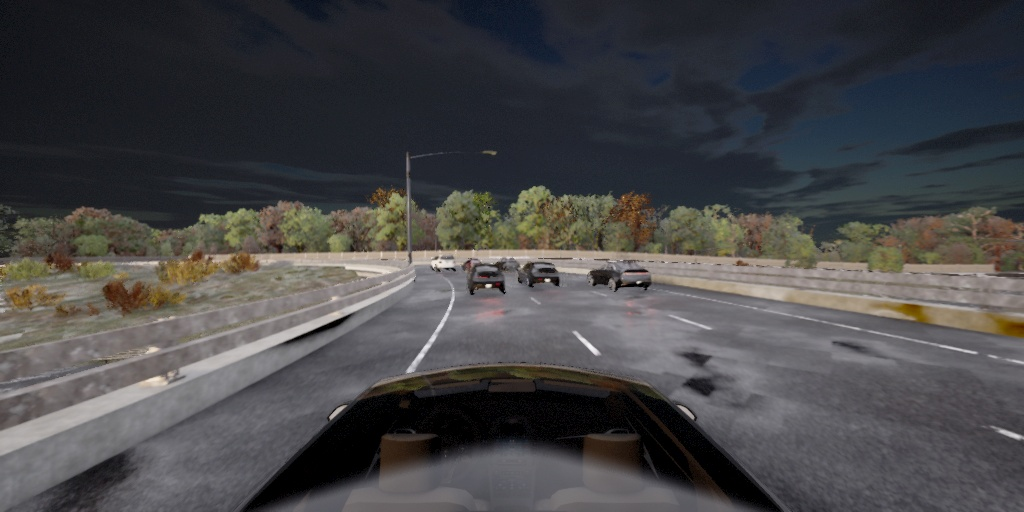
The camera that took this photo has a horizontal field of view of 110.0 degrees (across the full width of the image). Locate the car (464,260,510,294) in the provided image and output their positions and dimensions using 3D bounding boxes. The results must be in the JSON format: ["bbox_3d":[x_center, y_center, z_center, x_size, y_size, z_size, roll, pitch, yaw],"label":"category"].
[{"bbox_3d":[-1.512,1.167,19.737,1.837,1.490,4.892,-1,1,-9],"label":"car"}]

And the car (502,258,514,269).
[{"bbox_3d":[-0.653,0.992,42.927,2.128,1.511,4.902,-1,0,-21],"label":"car"}]

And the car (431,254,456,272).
[{"bbox_3d":[-8.369,0.843,43.444,2.150,2.045,5.566,-1,1,-23],"label":"car"}]

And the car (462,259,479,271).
[{"bbox_3d":[-4.741,1.085,43.718,1.812,1.442,4.674,-1,1,-22],"label":"car"}]

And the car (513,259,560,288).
[{"bbox_3d":[1.572,1.100,22.483,1.837,1.490,4.892,-1,1,-10],"label":"car"}]

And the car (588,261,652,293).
[{"bbox_3d":[5.632,1.040,19.353,2.128,1.511,4.902,-1,0,-9],"label":"car"}]
